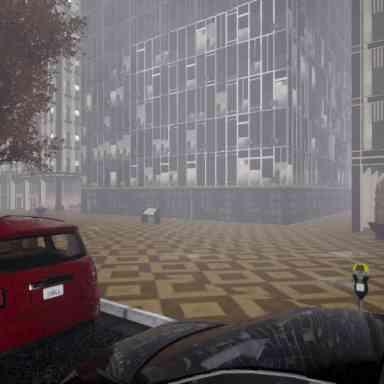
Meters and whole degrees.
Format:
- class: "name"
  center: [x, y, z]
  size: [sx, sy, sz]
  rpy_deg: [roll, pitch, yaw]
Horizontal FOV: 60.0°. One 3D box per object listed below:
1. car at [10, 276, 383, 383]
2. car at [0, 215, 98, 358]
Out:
- class: "car"
  center: [0.840, 1.566, 2.278]
  size: [4.313, 1.339, 1.947]
  rpy_deg: [0, 0, 36]
- class: "car"
  center: [-3.650, 1.315, 5.493]
  size: [5.009, 1.841, 2.192]
  rpy_deg: [0, 0, 36]
